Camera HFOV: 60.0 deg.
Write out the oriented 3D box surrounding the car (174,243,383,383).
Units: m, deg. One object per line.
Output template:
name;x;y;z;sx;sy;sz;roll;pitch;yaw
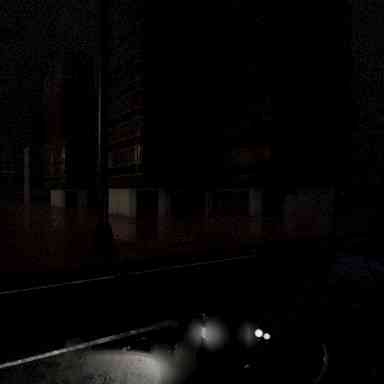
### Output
car;1.816;1.564;5.219;4.181;1.385;1.994;0;0;-35
